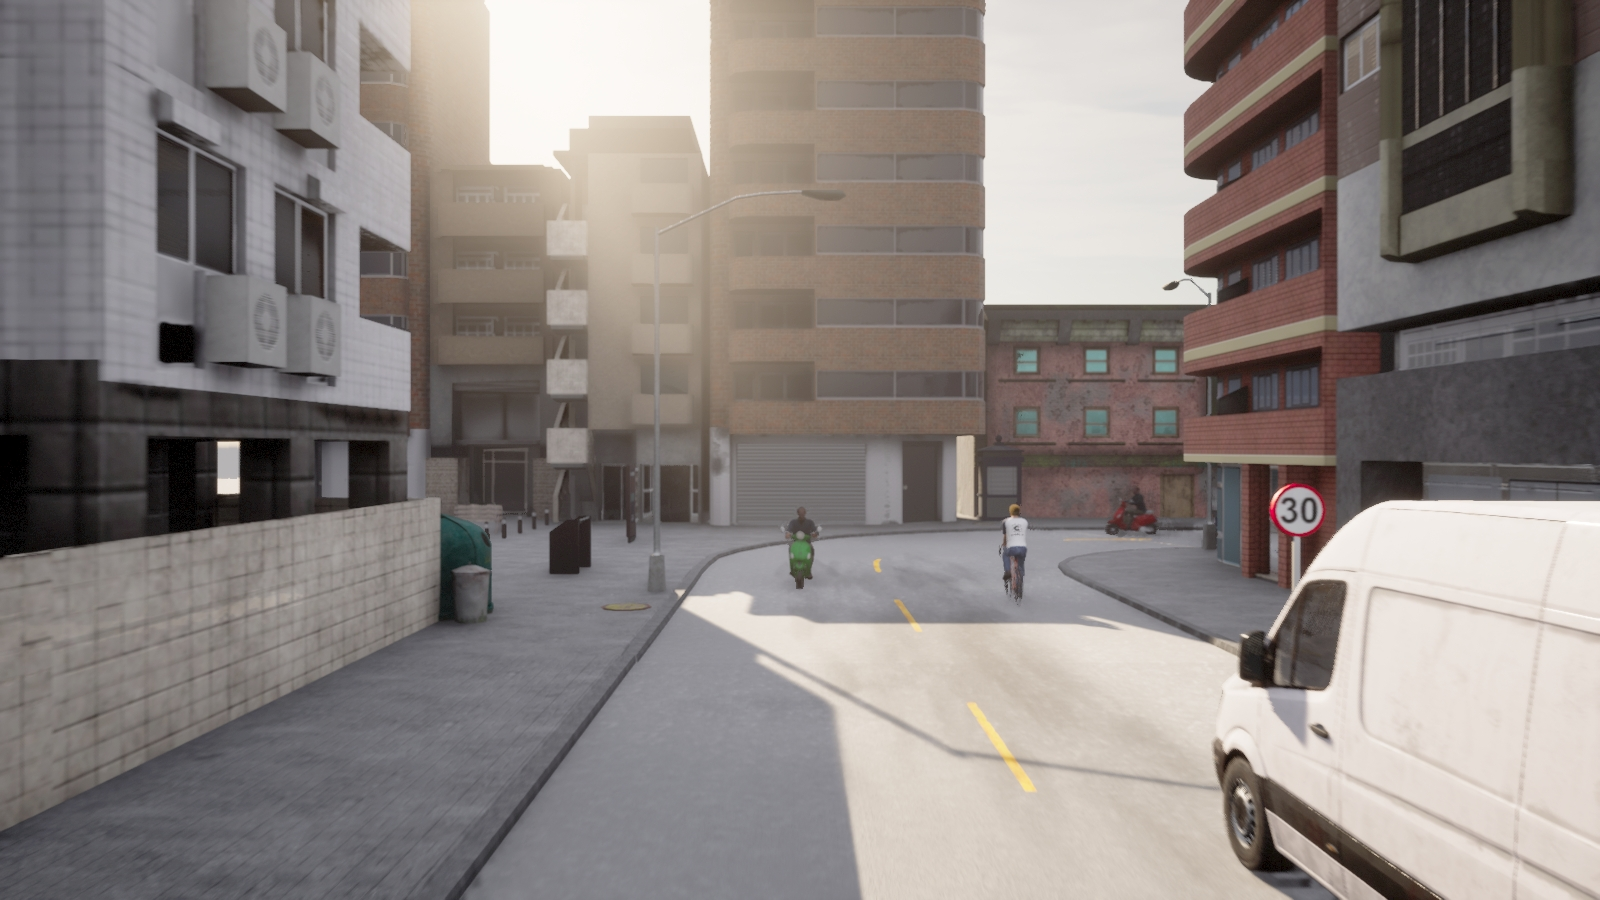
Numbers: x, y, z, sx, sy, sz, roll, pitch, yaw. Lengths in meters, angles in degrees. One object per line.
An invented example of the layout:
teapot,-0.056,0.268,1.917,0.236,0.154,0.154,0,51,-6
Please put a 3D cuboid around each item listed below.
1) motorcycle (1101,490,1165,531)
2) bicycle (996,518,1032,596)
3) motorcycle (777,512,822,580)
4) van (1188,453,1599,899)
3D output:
motorcycle,10.731,1.940,36.845,1.805,1.236,0.856,0,1,-9
bicycle,3.889,1.923,20.834,0.373,1.296,1.643,0,-1,1
motorcycle,0.011,1.947,23.421,0.856,1.236,1.805,0,0,2
van,3.952,1.310,5.740,1.988,2.561,5.915,0,0,0
